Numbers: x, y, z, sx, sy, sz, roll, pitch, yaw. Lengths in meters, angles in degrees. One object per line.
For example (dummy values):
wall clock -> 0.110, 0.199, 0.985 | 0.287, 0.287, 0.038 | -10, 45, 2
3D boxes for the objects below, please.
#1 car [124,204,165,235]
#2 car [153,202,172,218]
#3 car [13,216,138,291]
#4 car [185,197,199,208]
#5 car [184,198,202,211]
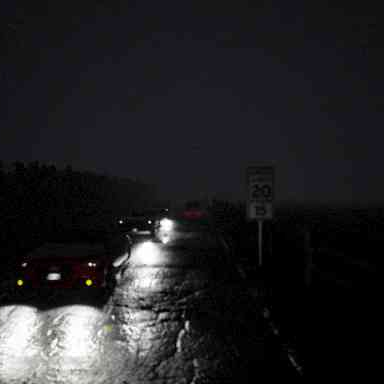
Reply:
car -> -2.831, 1.583, 18.790 | 1.895, 1.301, 4.718 | 0, 0, 0
car -> -2.810, 1.583, 29.822 | 1.895, 1.301, 4.718 | 0, 0, 0
car -> -2.843, 1.553, 8.838 | 1.994, 1.385, 4.181 | 0, 0, 0
car -> 0.052, 1.539, 50.134 | 2.033, 1.411, 5.357 | 0, 0, 0
car -> 0.140, 1.477, 39.798 | 2.128, 1.511, 4.902 | 0, 0, 0
